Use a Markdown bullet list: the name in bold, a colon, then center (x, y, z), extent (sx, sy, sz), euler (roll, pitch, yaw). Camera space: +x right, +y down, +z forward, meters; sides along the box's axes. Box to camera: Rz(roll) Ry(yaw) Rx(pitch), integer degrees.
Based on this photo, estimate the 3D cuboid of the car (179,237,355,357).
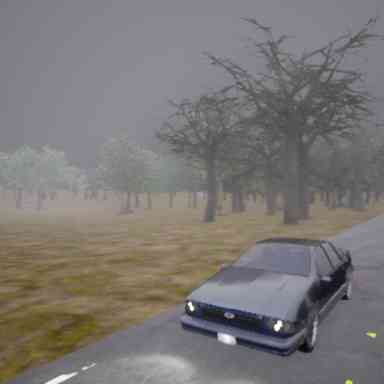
- **car**: center (1.988, 1.672, 6.776), extent (2.033, 1.411, 5.357), euler (-1, -1, 35)
